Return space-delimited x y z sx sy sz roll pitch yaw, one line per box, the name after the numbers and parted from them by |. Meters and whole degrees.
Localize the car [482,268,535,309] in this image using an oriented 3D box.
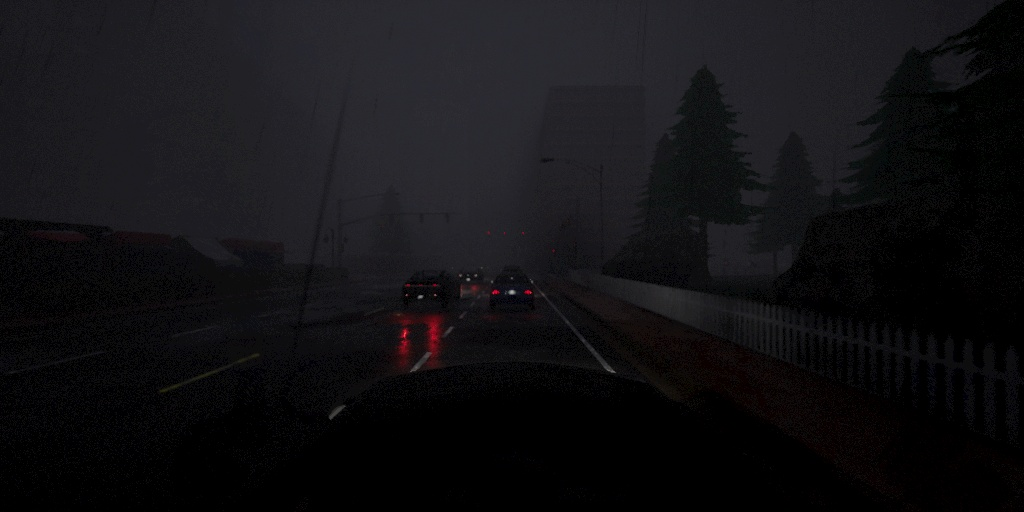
0.001 1.430 15.844 2.033 1.411 5.357 0 -1 0 | car

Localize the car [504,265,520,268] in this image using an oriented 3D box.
0.016 1.534 31.151 1.837 1.490 4.892 0 0 1 | car

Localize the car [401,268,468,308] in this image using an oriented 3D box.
-3.495 1.378 16.147 2.128 1.511 4.902 0 0 0 | car

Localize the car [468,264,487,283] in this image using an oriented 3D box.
-3.497 1.625 30.960 1.895 1.301 4.718 0 0 0 | car

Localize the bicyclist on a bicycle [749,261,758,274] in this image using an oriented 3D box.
28.241 1.375 42.098 0.582 1.620 1.656 0 -1 -28 | bicyclist on a bicycle
